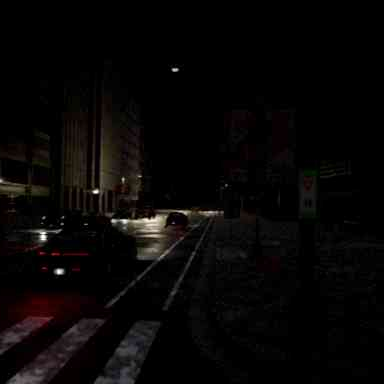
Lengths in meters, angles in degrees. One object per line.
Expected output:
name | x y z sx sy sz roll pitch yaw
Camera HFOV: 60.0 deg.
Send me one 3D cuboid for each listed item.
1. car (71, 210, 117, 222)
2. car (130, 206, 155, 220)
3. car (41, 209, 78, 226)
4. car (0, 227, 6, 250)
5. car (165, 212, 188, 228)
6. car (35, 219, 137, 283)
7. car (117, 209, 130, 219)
car | -8.346 2.499 28.640 1.994 1.385 4.181 1 -2 5
car | -6.704 3.000 47.808 2.150 2.045 5.566 1 -2 5
car | -11.509 2.291 29.808 2.097 1.767 4.553 1 -2 5
car | -9.577 1.879 13.472 1.812 1.442 4.674 1 -2 6
car | -1.461 2.675 31.955 1.812 1.442 4.674 1 -2 5
car | -3.161 1.853 10.825 1.837 1.490 4.892 1 -2 5
car | -9.944 3.213 48.091 1.812 1.442 4.674 1 -2 5
